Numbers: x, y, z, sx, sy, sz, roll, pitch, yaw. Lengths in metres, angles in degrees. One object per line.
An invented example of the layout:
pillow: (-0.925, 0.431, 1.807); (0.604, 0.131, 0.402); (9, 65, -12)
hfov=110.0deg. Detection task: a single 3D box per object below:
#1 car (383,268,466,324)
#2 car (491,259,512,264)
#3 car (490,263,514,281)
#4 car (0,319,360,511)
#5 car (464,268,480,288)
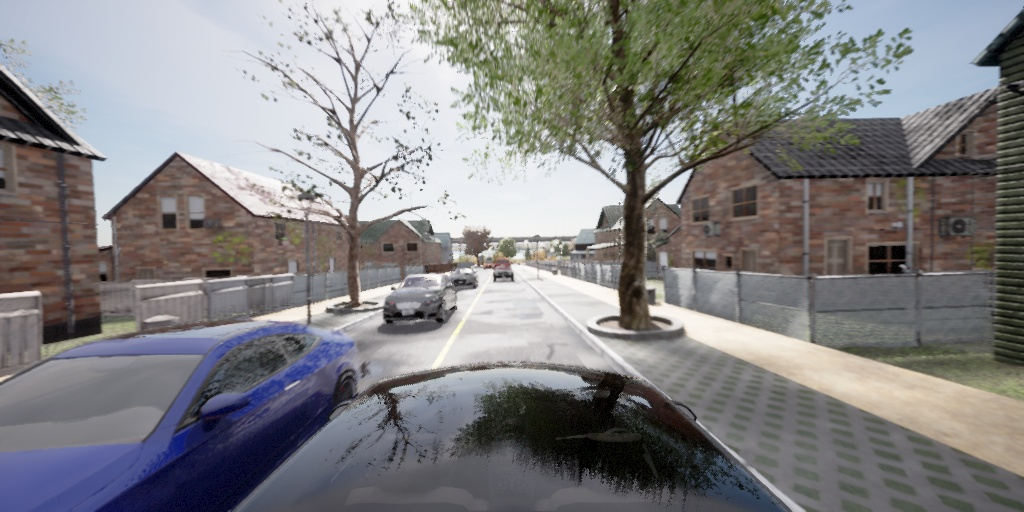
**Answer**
car: (-3.092, 1.391, 12.866); (2.128, 1.511, 4.902); (-1, 0, -2)
car: (-1.142, 1.339, 45.529); (2.150, 2.045, 5.566); (-1, 0, -1)
car: (-0.766, 1.602, 33.366); (1.895, 1.301, 4.718); (-1, 0, -1)
car: (-2.812, 1.351, 2.911); (1.812, 1.442, 4.674); (-1, 0, -2)
car: (-3.430, 1.568, 25.817); (1.994, 1.385, 4.181); (-1, 0, -1)
